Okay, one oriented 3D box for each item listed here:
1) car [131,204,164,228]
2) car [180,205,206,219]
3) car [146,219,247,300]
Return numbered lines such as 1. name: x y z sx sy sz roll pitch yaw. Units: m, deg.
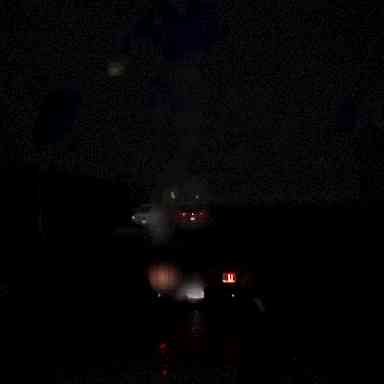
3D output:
1. car: -2.899 1.538 22.431 1.812 1.442 4.674 0 0 0
2. car: 0.043 1.623 25.829 1.895 1.301 4.718 0 0 0
3. car: 0.083 1.604 8.357 1.895 1.301 4.718 0 0 0
